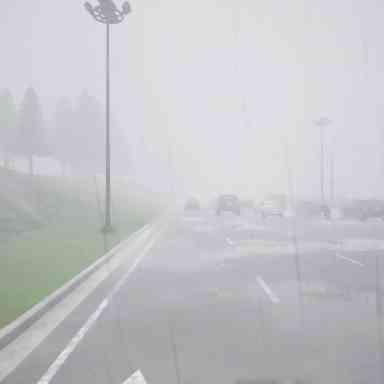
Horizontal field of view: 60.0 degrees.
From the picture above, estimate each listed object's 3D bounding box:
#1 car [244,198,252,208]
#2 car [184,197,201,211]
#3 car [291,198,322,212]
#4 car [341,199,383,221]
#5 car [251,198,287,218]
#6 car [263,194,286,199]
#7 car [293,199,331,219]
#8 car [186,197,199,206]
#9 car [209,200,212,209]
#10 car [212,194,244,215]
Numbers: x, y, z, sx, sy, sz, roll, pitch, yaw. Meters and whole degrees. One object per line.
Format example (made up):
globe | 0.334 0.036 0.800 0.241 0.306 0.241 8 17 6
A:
car | 7.019 1.478 43.926 1.882 1.535 5.008 0 0 0
car | 0.043 1.547 40.253 2.033 1.411 5.357 0 0 1
car | 14.016 1.547 41.024 2.033 1.411 5.357 0 0 1
car | 14.055 1.352 27.289 2.097 1.767 4.553 0 0 1
car | 7.040 1.525 30.555 1.812 1.442 4.674 0 0 0
car | 10.517 1.221 42.589 2.150 2.045 5.566 0 0 0
car | 10.553 1.503 29.362 1.837 1.490 4.892 0 0 0
car | 0.017 1.547 54.994 2.033 1.411 5.357 0 0 -3
car | 3.481 1.526 46.042 1.812 1.442 4.674 0 0 0
car | 3.486 1.221 33.516 2.150 2.045 5.566 0 0 1
